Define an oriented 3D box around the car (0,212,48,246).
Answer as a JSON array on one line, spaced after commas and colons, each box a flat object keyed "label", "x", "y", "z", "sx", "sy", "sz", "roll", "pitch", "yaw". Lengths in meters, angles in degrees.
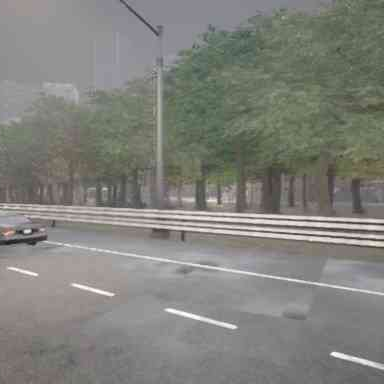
[{"label": "car", "x": -8.288, "y": 1.549, "z": 14.071, "sx": 5.357, "sy": 1.411, "sz": 2.033, "roll": 0, "pitch": 0, "yaw": 35}]
